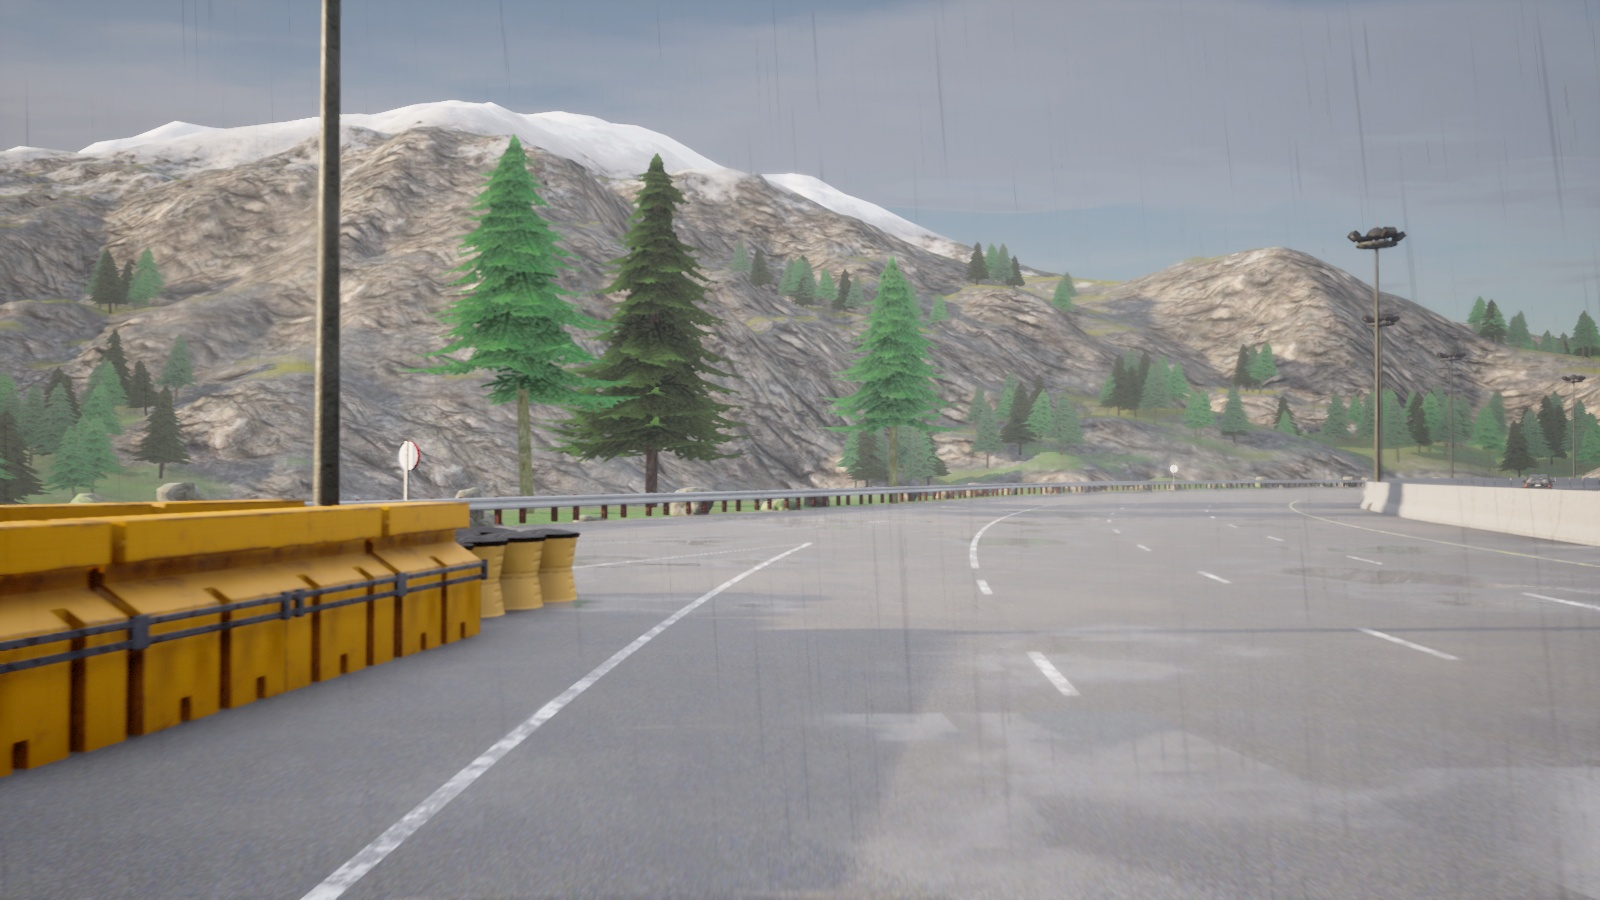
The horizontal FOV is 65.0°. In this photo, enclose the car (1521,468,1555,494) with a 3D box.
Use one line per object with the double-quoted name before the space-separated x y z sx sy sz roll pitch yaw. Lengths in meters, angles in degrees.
"car" 46.906 1.952 79.772 1.789 1.549 3.705 -1 -1 31
